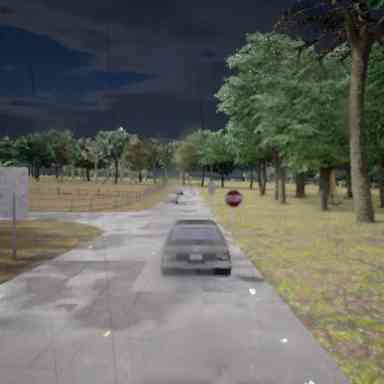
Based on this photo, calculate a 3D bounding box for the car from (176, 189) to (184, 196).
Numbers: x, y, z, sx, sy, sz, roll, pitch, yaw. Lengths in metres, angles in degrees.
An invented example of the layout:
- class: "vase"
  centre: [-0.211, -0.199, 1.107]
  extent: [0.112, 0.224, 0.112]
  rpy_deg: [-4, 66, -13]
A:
- class: "car"
  centre: [-2.766, 0.069, 71.765]
  extent: [1.837, 1.490, 4.892]
  rpy_deg: [0, 2, 0]

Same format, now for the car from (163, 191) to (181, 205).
- class: "car"
  centre: [-2.758, 0.946, 44.563]
  extent: [1.812, 1.442, 4.674]
  rpy_deg: [0, 2, 0]

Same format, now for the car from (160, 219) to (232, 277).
- class: "car"
  centre: [0.098, 1.540, 10.149]
  extent: [2.033, 1.411, 5.357]
  rpy_deg: [0, 0, 0]
